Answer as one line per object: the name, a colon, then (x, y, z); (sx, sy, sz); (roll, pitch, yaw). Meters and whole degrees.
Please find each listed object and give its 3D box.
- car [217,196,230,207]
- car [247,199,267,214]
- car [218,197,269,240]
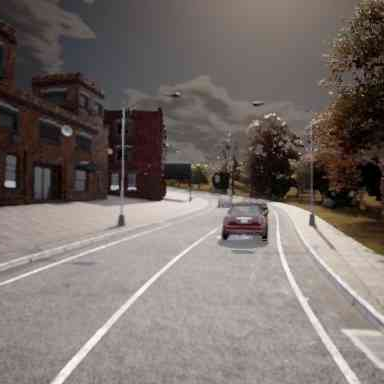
car: (4.261, 1.236, 42.684); (1.812, 1.442, 4.674); (0, 1, 6)
car: (6.749, 1.424, 34.369); (1.895, 1.301, 4.718); (0, 1, 11)
car: (2.819, 1.316, 17.036); (2.097, 1.767, 4.553); (0, 0, 13)
